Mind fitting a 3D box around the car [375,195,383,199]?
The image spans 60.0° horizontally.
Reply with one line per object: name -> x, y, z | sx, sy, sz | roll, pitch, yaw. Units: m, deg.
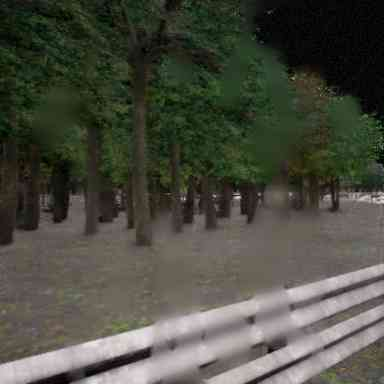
car -> 39.612, 1.205, 69.675 | 1.895, 1.301, 4.718 | 0, 1, 16
